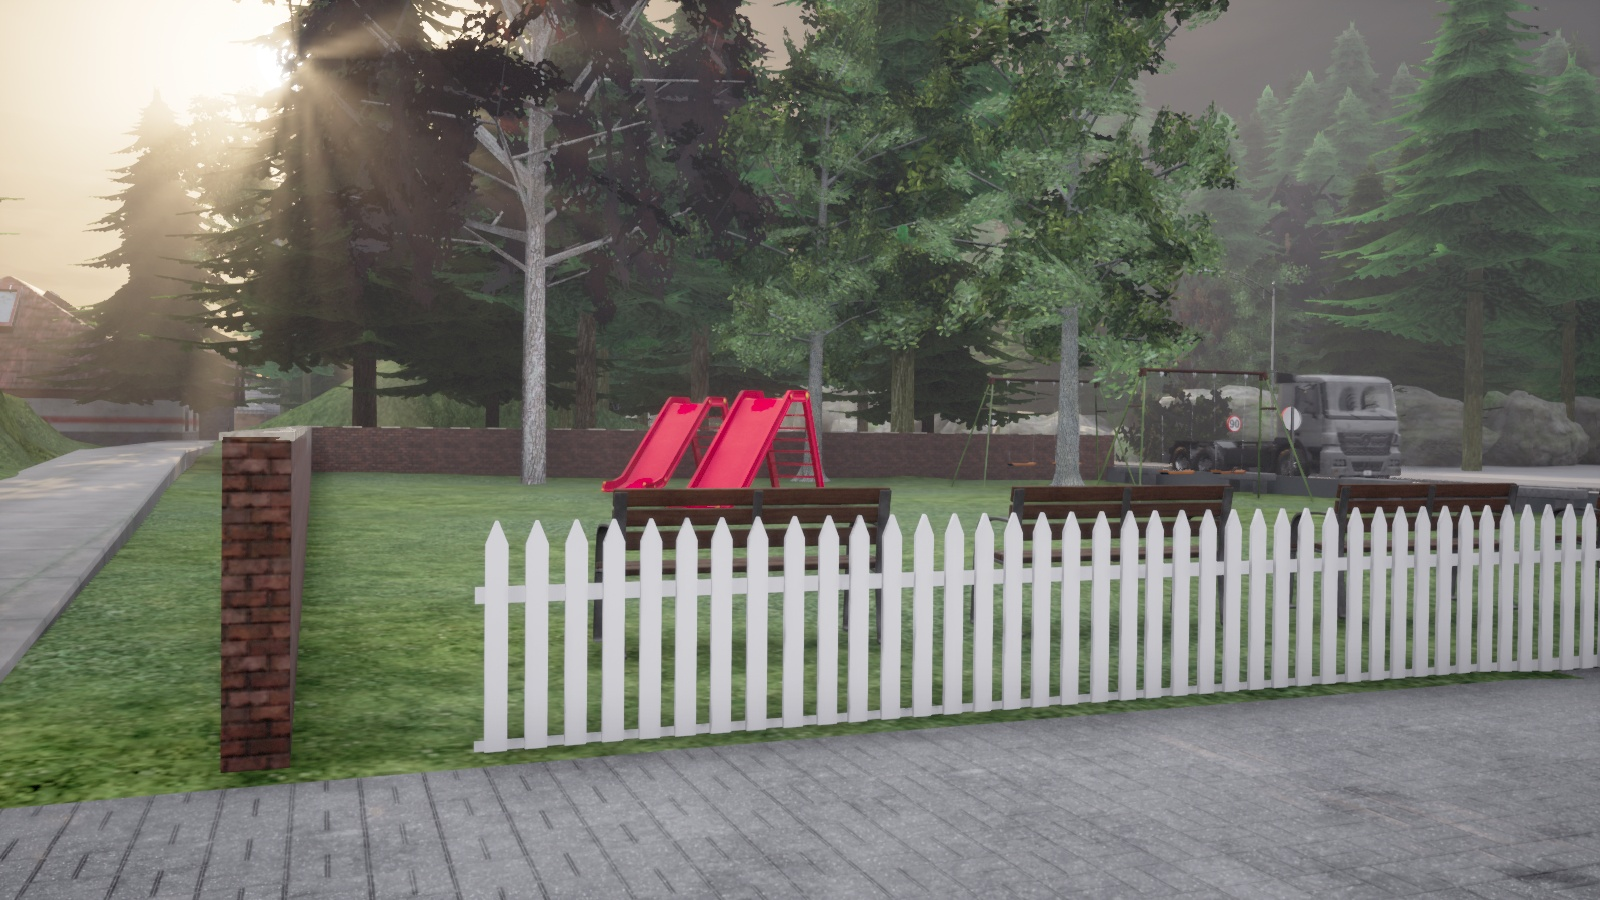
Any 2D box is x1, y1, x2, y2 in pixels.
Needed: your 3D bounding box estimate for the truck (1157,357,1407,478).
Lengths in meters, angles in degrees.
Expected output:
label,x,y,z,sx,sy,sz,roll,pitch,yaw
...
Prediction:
label,x,y,z,sx,sy,sz,roll,pitch,yaw
truck,15.116,-1.000,40.197,2.891,3.462,7.936,-1,1,-21
